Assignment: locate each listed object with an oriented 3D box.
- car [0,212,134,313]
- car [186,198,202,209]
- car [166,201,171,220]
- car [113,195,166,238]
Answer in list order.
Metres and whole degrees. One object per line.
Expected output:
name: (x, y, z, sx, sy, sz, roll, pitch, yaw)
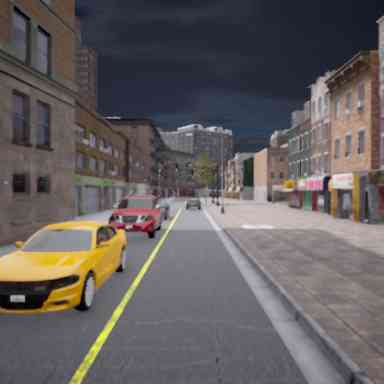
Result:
car: (-2.852, 1.476, 7.958, 1.882, 1.535, 5.008, 0, 0, 0)
car: (0.332, 1.488, 44.147, 2.128, 1.511, 4.902, 0, 0, 5)
car: (-2.861, 1.487, 28.284, 2.128, 1.511, 4.902, 0, 0, 0)
car: (-2.864, 1.218, 17.939, 2.150, 2.045, 5.566, 0, 0, 0)
